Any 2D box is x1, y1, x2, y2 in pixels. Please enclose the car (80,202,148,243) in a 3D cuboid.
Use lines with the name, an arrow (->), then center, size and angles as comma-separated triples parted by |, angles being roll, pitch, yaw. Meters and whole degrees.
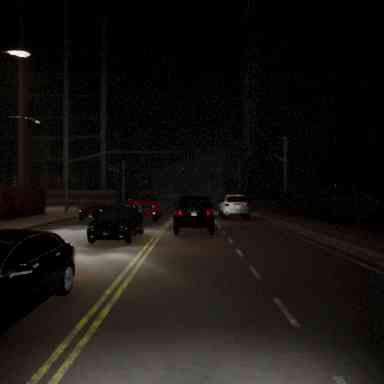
car -> -3.551, 1.457, 16.210 | 1.882, 1.535, 5.008 | 0, 0, 1

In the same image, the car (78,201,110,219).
car -> -6.993, 1.370, 25.084 | 1.895, 1.301, 4.718 | 0, 0, 0

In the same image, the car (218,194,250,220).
car -> 3.514, 1.187, 28.177 | 2.150, 2.045, 5.566 | 0, 0, 0

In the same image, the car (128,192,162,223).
car -> -3.493, 1.000, 25.082 | 2.150, 2.045, 5.566 | 0, 0, 0

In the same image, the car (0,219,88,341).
car -> -3.590, 1.497, 5.871 | 1.837, 1.490, 4.892 | 0, 0, 0

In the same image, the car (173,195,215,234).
car -> 0.104, 1.197, 19.146 | 2.150, 2.045, 5.566 | 0, 0, 0
